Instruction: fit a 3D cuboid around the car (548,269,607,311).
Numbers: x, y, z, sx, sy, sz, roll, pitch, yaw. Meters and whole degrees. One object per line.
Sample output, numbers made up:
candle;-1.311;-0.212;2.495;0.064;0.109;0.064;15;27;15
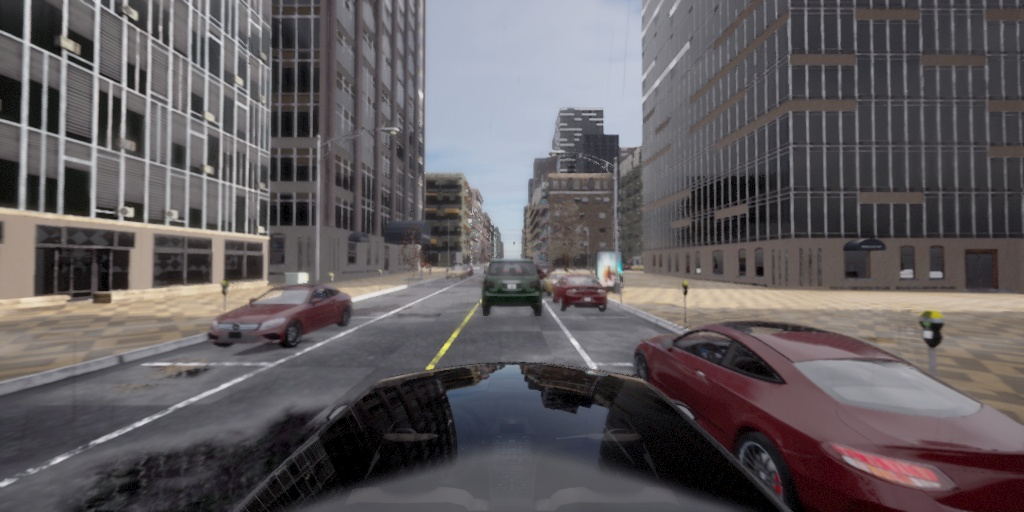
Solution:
car;2.690;1.435;15.009;1.888;1.381;4.507;0;0;0

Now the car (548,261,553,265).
car;2.689;1.380;31.685;2.192;1.841;5.009;0;0;0

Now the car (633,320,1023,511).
car;2.691;1.355;3.890;1.802;1.307;4.207;0;0;0

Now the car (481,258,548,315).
car;0.009;1.109;14.428;2.150;2.045;5.566;0;0;0

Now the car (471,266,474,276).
car;-5.692;1.623;42.805;1.967;1.591;4.097;0;0;0

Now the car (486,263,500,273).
car;-3.013;1.895;58.371;2.033;1.411;5.357;0;-1;0

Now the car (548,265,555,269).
car;2.690;1.474;20.737;1.751;1.417;4.829;0;0;0

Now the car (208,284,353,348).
car;-5.691;1.413;9.449;1.802;1.307;4.207;0;0;0

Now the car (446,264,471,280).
car;-5.691;1.650;37.076;1.751;1.417;4.829;0;0;0
